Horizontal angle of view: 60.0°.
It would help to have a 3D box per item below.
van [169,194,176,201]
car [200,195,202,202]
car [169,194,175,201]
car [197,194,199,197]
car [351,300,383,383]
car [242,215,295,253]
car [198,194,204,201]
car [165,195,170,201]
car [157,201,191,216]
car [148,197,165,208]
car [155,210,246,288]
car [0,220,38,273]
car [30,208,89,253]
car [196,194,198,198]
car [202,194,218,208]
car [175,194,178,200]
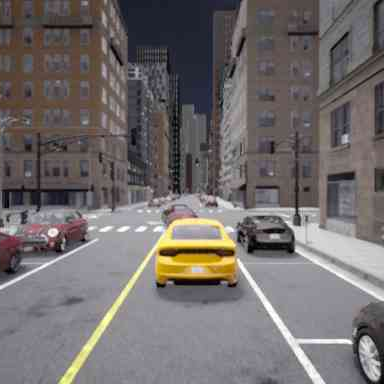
[{"bbox_3d":[-5.545,1.563,93.898,1.690,1.788,3.998,0,0,0],"label":"van"},{"bbox_3d":[2.919,1.644,61.433,2.008,1.369,4.403,0,0,0],"label":"car"},{"bbox_3d":[-5.576,1.673,77.502,1.752,1.417,4.829,0,0,0],"label":"car"},{"bbox_3d":[2.960,1.610,83.069,1.967,1.590,4.097,0,0,0],"label":"car"},{"bbox_3d":[2.856,1.552,2.522,2.008,1.369,4.403,0,0,0],"label":"car"},{"bbox_3d":[2.858,1.575,13.525,1.947,1.339,4.313,0,0,0],"label":"car"},{"bbox_3d":[2.939,1.567,72.251,1.967,1.590,4.097,0,0,0],"label":"car"},{"bbox_3d":[-5.606,1.644,61.446,2.008,1.369,4.403,0,0,0],"label":"car"},{"bbox_3d":[-1.014,1.581,23.628,1.994,1.385,4.181,0,0,-15],"label":"car"},{"bbox_3d":[-5.628,1.648,50.629,1.802,1.307,4.206,0,0,0],"label":"car"},{"bbox_3d":[0.107,1.484,9.328,1.882,1.535,5.008,0,-1,0],"label":"car"},{"bbox_3d":[-5.668,1.587,8.025,1.802,1.307,4.206,0,0,0],"label":"car"},{"bbox_3d":[-5.668,1.449,13.527,1.967,1.590,4.097,0,0,0],"label":"car"},{"bbox_3d":[2.969,1.510,88.478,2.192,1.841,5.009,0,0,0],"label":"car"},{"bbox_3d":[2.897,1.506,50.615,1.967,1.590,4.097,0,0,0],"label":"car"},{"bbox_3d":[-5.555,1.510,88.490,2.192,1.841,5.009,0,0,0],"label":"car"}]
